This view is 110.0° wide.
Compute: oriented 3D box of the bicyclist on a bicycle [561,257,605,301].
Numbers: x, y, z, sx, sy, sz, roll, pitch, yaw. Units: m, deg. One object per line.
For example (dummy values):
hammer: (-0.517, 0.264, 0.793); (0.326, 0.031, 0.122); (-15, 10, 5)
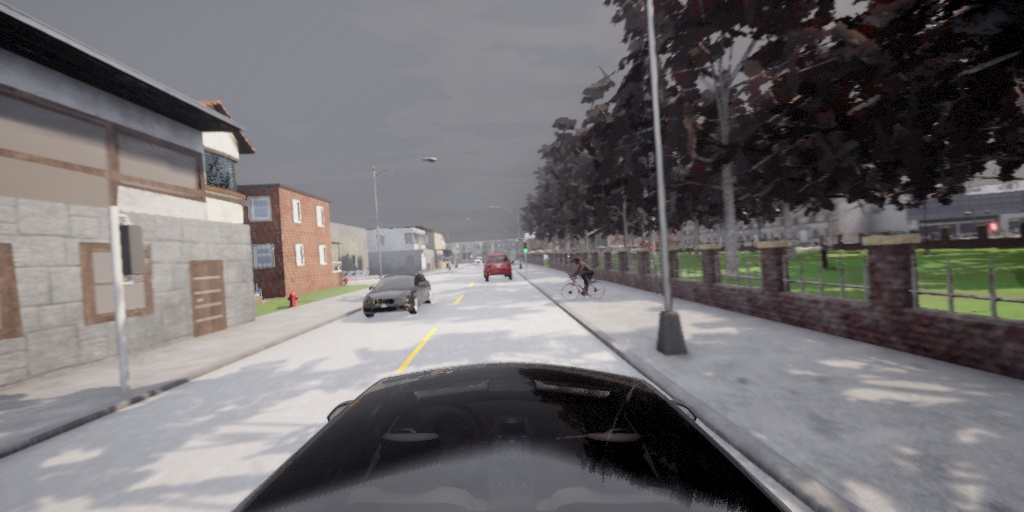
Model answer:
bicyclist on a bicycle: (2.619, 0.860, 13.371); (1.656, 1.620, 0.582); (-4, 0, -3)

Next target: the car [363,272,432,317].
car: (-4.548, 1.475, 14.842); (1.837, 1.490, 4.892); (-4, 0, -2)

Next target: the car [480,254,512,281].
car: (-1.267, 0.891, 29.964); (2.150, 2.045, 5.566); (-4, 0, -6)
